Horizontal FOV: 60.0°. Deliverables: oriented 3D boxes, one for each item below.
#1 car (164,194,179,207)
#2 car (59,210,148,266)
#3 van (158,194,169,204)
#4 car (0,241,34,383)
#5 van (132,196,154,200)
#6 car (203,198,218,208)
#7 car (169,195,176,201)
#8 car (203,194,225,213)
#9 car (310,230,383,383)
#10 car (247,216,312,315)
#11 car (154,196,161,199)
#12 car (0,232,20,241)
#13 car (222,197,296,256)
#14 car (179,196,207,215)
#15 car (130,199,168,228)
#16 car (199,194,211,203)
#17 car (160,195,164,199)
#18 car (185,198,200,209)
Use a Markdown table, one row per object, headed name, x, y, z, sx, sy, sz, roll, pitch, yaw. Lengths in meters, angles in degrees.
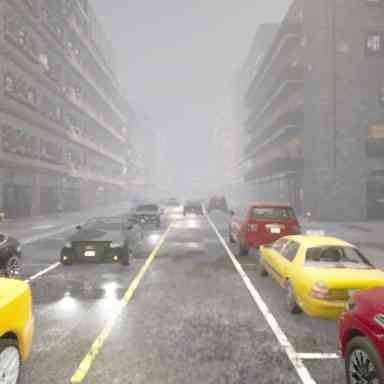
| name | x | y | z | sx | sy | sz | roll | pitch | yaw |
| --- | --- | --- | --- | --- | --- | --- | --- | --- | --- |
| car | -2.759 | 1.460 | 48.536 | 1.882 | 1.535 | 5.008 | 0 | 0 | 0 |
| car | -2.849 | 1.524 | 11.289 | 1.994 | 1.385 | 4.181 | 0 | 0 | 0 |
| van | -5.312 | 1.301 | 62.703 | 1.690 | 1.788 | 3.998 | 1 | 0 | 0 |
| car | -2.849 | 1.472 | 1.987 | 1.882 | 1.535 | 5.008 | 0 | 0 | 0 |
| van | -5.305 | 1.265 | 34.883 | 1.690 | 1.788 | 3.998 | 1 | 0 | 0 |
| car | 2.567 | 1.514 | 46.045 | 1.802 | 1.307 | 4.206 | 1 | 0 | 0 |
| car | -5.321 | 1.536 | 90.354 | 1.752 | 1.417 | 4.829 | 1 | 0 | 0 |
| car | 2.574 | 1.237 | 34.920 | 2.192 | 1.841 | 5.009 | 1 | 0 | 0 |
| car | 2.584 | 1.310 | 1.562 | 2.192 | 1.841 | 5.009 | 1 | 0 | 0 |
| car | 2.579 | 1.498 | 7.292 | 1.752 | 1.417 | 4.829 | 1 | 0 | 0 |
| car | -5.311 | 1.479 | 40.448 | 2.008 | 1.369 | 4.403 | 1 | 0 | 0 |
| car | -5.301 | 1.541 | 7.076 | 1.947 | 1.339 | 4.313 | 1 | 0 | 0 |
| car | 2.581 | 1.270 | 12.686 | 2.192 | 1.841 | 5.009 | 1 | 0 | 0 |
| car | 0.093 | 1.416 | 32.348 | 2.128 | 1.511 | 4.902 | 0 | 0 | 0 |
| car | -2.843 | 1.439 | 21.715 | 1.837 | 1.490 | 4.892 | 0 | 0 | 0 |
| car | 2.566 | 1.283 | 68.302 | 2.192 | 1.841 | 5.009 | 1 | 0 | 0 |
| car | -5.312 | 1.459 | 45.840 | 1.752 | 1.417 | 4.829 | 1 | 0 | 0 |
| car | 0.061 | 1.495 | 44.741 | 1.994 | 1.385 | 4.181 | 0 | 0 | 0 |
